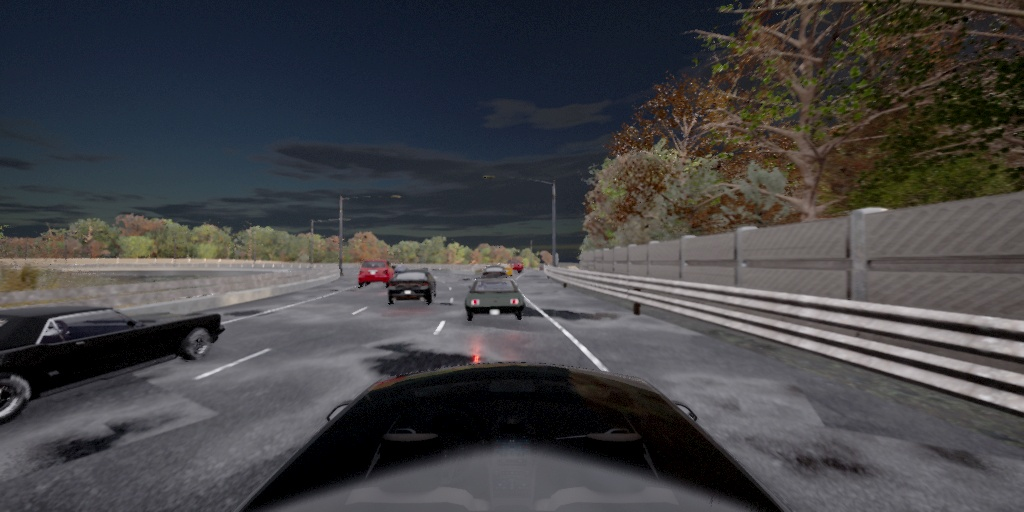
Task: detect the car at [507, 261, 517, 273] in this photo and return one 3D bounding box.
[{"bbox_3d":[-0.864,1.662,42.063,1.882,1.535,5.008,0,-1,4],"label":"car"}]

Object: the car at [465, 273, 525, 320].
[{"bbox_3d":[-0.674,1.478,13.336,1.895,1.301,4.718,0,-1,-4],"label":"car"}]

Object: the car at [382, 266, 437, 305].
[{"bbox_3d":[-4.780,1.420,17.647,1.882,1.535,5.008,0,-1,-8],"label":"car"}]

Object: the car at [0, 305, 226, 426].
[{"bbox_3d":[-7.088,1.426,5.609,1.895,1.301,4.718,0,-1,-2],"label":"car"}]

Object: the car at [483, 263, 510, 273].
[{"bbox_3d":[-1.299,1.514,28.029,1.882,1.535,5.008,0,-1,-1],"label":"car"}]

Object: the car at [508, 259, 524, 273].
[{"bbox_3d":[0.458,1.527,53.998,2.150,2.045,5.566,0,-1,8],"label":"car"}]

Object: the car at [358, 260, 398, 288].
[{"bbox_3d":[-10.261,1.295,27.386,2.150,2.045,5.566,0,-1,-14],"label":"car"}]
